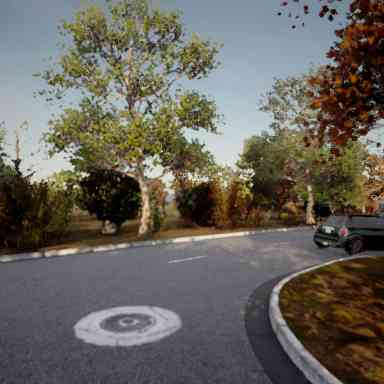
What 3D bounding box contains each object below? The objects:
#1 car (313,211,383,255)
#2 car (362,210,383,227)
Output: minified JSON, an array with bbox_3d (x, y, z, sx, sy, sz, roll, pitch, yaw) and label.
[{"bbox_3d":[7.886,1.778,14.911,4.553,1.767,2.097,3,0,-17],"label":"car"},{"bbox_3d":[21.032,2.925,37.345,2.097,1.767,4.553,-1,-4,45],"label":"car"}]
